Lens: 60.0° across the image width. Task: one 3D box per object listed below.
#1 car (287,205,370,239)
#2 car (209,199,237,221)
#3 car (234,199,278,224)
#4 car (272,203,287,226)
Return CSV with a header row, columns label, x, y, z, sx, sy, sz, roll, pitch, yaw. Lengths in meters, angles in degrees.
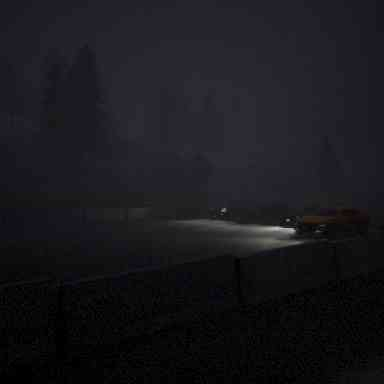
label,x,y,z,sx,sy,sz,roll,pitch,yaw
car,7.651,1.526,17.986,5.008,1.535,1.882,0,0,-35
car,3.659,1.406,28.013,4.553,1.767,2.097,0,0,-35
car,5.930,1.534,25.329,5.008,1.535,1.882,1,0,-35
car,7.758,1.622,22.338,4.181,1.385,1.994,0,0,-35
